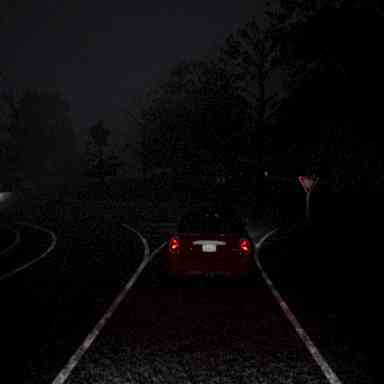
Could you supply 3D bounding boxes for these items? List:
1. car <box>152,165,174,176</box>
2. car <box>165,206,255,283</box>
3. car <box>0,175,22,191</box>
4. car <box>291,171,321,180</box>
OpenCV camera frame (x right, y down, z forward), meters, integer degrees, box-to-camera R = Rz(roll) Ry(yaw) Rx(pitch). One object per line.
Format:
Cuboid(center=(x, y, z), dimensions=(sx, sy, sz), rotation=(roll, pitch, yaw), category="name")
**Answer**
Cuboid(center=(-5.568, -4.127, 64.071), dimensions=(5.566, 2.045, 2.150), rotation=(4, 7, 37), category="car")
Cuboid(center=(0.578, 1.159, 9.495), dimensions=(2.097, 1.767, 4.553), rotation=(0, 3, 5), category="car")
Cuboid(center=(-19.208, -0.948, 34.618), dimensions=(2.128, 1.511, 4.902), rotation=(-1, 6, -11), category="car")
Cuboid(center=(16.848, -2.407, 49.446), dimensions=(2.128, 1.511, 4.902), rotation=(-3, 6, -27), category="car")
